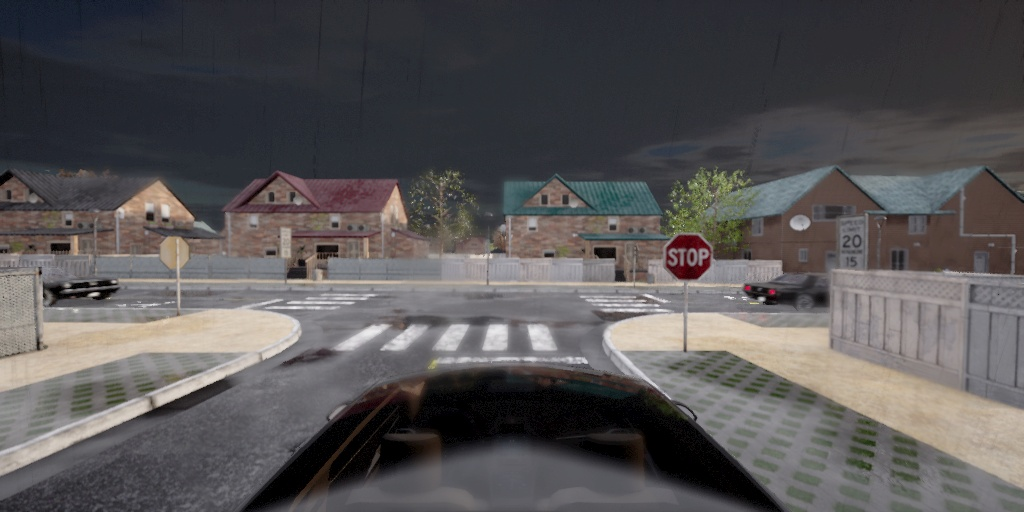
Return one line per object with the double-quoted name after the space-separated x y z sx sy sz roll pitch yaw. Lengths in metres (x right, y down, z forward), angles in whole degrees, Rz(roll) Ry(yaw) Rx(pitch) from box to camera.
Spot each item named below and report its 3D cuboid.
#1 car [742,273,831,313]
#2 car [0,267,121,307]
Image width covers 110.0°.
11.340 1.306 13.129 4.718 1.301 1.895 1 1 0 "car"
-17.280 1.059 12.902 4.718 1.301 1.895 0 1 0 "car"
